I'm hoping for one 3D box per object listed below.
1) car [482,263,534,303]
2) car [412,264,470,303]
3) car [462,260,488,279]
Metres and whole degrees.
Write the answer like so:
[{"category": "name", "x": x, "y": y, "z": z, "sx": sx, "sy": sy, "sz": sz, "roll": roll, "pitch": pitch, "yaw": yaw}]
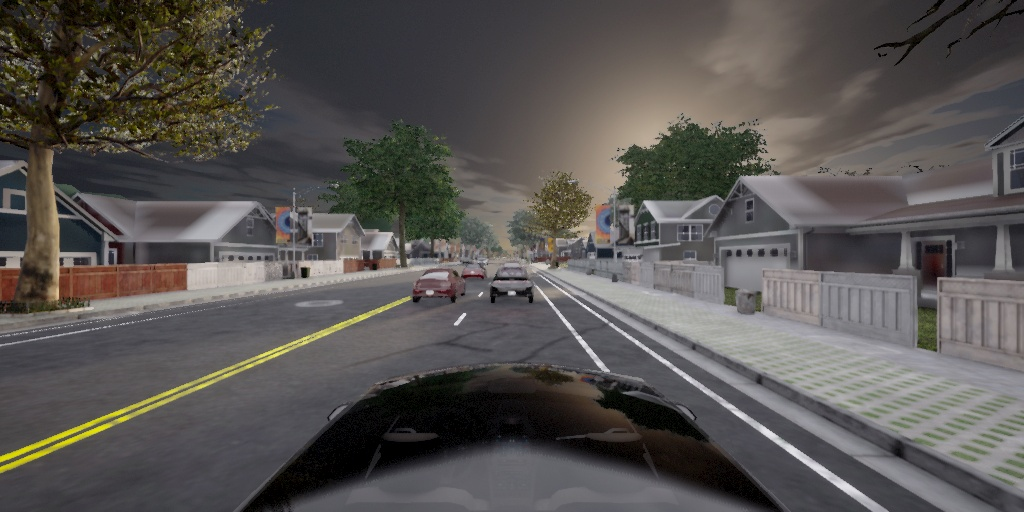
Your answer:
[{"category": "car", "x": 0.000, "y": 1.244, "z": 16.500, "sx": 2.128, "sy": 1.511, "sz": 4.902, "roll": 0, "pitch": 0, "yaw": 0}, {"category": "car", "x": -3.249, "y": 1.282, "z": 16.499, "sx": 1.812, "sy": 1.442, "sz": 4.674, "roll": 0, "pitch": 0, "yaw": 0}, {"category": "car", "x": -3.250, "y": 1.322, "z": 31.500, "sx": 1.994, "sy": 1.385, "sz": 4.181, "roll": 0, "pitch": 0, "yaw": 0}]
